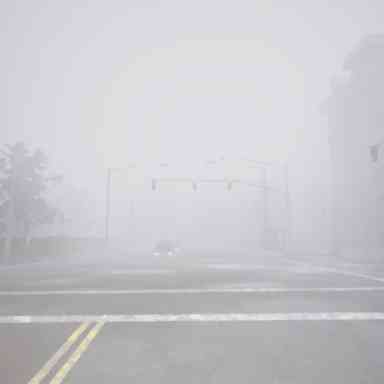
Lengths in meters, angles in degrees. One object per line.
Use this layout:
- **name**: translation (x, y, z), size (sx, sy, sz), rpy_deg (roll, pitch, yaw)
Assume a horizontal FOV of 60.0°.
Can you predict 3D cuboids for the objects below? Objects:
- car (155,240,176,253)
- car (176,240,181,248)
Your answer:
- **car**: translation (-3.358, 6.586, 40.802), size (1.882, 1.535, 5.008), rpy_deg (0, -8, 0)
- **car**: translation (-3.130, 9.843, 62.879), size (2.128, 1.511, 4.902), rpy_deg (0, -8, 1)
